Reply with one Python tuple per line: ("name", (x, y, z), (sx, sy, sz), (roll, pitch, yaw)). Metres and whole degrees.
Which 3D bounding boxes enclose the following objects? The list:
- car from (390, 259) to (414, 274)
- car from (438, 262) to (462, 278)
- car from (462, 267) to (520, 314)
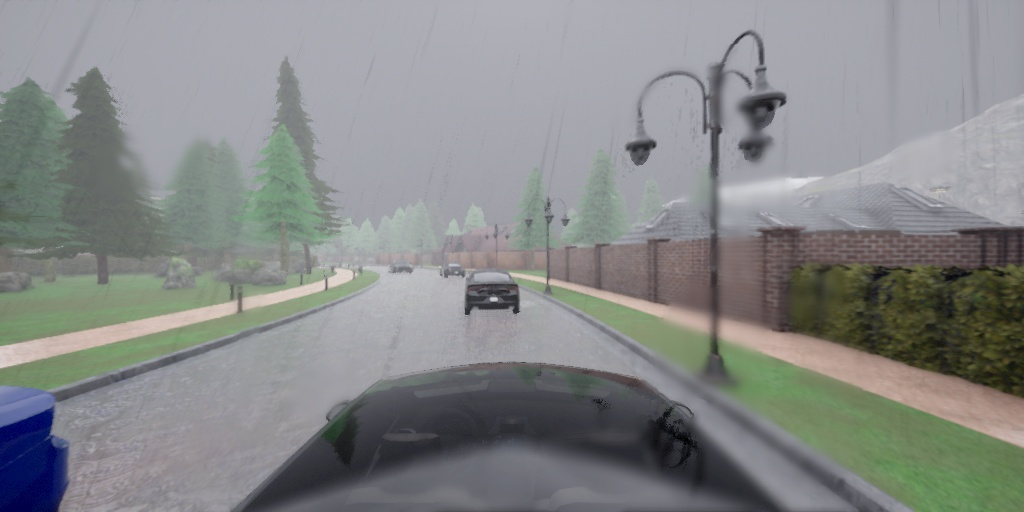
("car", (-12.693, 1.122, 41.238), (2.097, 1.767, 4.553), (0, 0, -25))
("car", (-5.640, 1.277, 33.727), (1.812, 1.442, 4.674), (0, 0, -19))
("car", (-0.893, 1.224, 13.890), (1.882, 1.535, 5.008), (0, 0, -7))
